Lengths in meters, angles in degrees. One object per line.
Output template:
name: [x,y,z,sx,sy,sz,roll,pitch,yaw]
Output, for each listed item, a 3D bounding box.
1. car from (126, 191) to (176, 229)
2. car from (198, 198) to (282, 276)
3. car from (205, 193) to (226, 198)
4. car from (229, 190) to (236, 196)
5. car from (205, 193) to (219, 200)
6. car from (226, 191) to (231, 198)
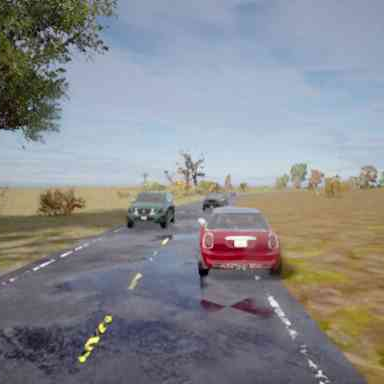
car: [-2.302,0.961,20.014,2.150,2.045,5.566,0,1,4]
car: [1.254,1.221,10.105,2.097,1.767,4.553,0,1,2]
car: [2.130,1.068,33.492,1.837,1.490,4.892,0,1,8]
car: [9.878,0.355,84.388,2.128,1.511,4.902,0,1,17]
car: [3.792,0.784,61.455,1.895,1.301,4.718,0,1,13]
car: [3.947,0.932,46.645,2.033,1.411,5.357,0,1,11]
